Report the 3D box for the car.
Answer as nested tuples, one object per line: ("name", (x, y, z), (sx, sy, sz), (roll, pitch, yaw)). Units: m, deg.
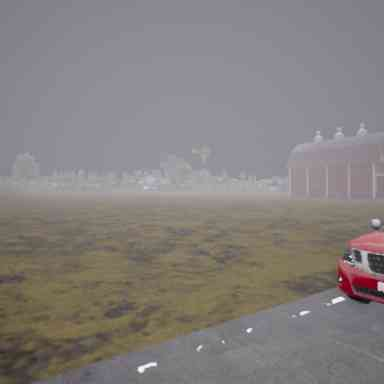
("car", (5.367, 1.159, 6.920), (5.566, 2.045, 2.150), (-1, 0, -36))
